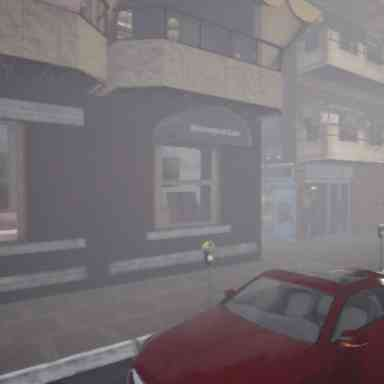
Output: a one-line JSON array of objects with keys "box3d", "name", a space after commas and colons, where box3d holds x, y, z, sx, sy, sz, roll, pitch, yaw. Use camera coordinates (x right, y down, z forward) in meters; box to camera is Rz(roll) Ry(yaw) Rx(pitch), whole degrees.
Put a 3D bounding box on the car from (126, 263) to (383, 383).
[{"box3d": [1.342, 1.568, 3.832, 4.206, 1.307, 1.802, 0, 0, -35], "name": "car"}]
